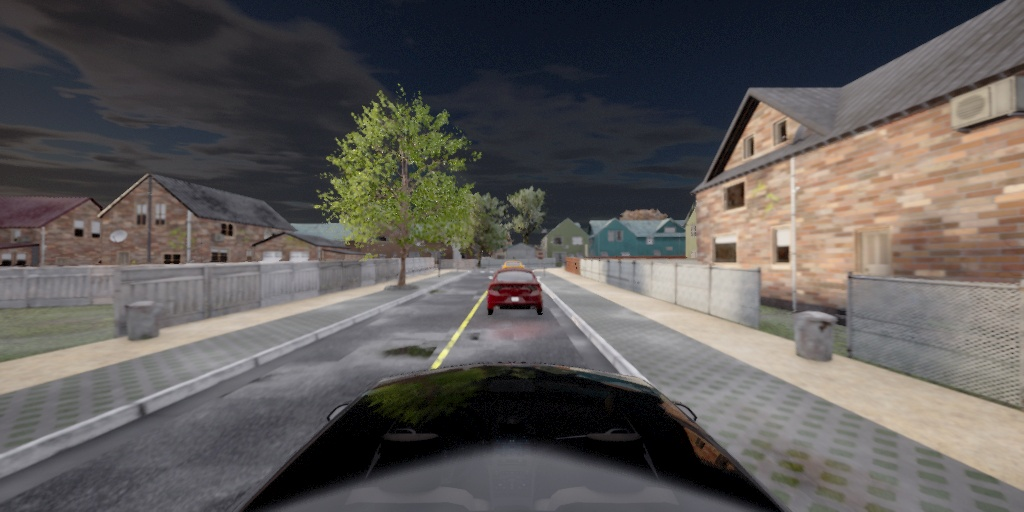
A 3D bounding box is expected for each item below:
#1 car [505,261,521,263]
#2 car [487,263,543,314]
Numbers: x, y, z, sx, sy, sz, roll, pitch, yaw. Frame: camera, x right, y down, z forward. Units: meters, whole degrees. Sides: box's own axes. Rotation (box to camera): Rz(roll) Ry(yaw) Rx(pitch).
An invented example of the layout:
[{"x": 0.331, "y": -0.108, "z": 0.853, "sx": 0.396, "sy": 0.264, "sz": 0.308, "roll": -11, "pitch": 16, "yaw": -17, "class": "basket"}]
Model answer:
[{"x": 0.101, "y": 1.147, "z": 30.184, "sx": 1.882, "sy": 1.535, "sz": 5.008, "roll": 0, "pitch": 0, "yaw": 0, "class": "car"}, {"x": 0.099, "y": 1.191, "z": 13.688, "sx": 1.882, "sy": 1.535, "sz": 5.008, "roll": 0, "pitch": 0, "yaw": 0, "class": "car"}]
